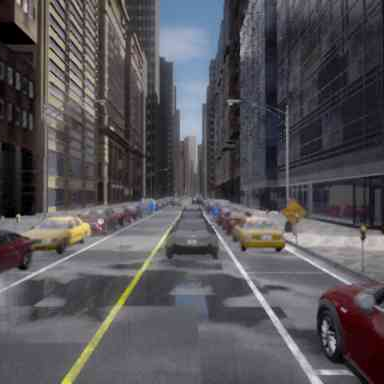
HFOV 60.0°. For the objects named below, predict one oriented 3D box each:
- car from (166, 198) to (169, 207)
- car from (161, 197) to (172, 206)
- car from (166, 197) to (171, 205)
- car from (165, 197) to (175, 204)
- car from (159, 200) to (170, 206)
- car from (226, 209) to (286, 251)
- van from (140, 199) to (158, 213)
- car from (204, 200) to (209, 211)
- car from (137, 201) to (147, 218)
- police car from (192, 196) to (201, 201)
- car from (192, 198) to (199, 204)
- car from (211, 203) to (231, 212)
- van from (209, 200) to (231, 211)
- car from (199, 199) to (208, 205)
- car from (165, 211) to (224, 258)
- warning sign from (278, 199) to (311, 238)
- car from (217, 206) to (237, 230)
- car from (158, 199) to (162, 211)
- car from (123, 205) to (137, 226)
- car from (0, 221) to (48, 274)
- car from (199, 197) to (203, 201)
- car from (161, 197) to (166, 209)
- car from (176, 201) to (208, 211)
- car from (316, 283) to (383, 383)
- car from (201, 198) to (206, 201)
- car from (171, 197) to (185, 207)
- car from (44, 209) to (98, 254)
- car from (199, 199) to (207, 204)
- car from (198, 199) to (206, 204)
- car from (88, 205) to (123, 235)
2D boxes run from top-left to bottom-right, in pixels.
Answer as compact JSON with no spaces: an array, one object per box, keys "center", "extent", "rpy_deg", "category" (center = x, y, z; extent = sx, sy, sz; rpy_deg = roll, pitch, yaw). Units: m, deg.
[{"center":[-5.754,2.186,59.288],"extent":[1.947,1.339,4.313],"rpy_deg":[0,-1,0],"category":"car"},{"center":[-5.751,2.111,76.095],"extent":[2.192,1.841,5.009],"rpy_deg":[0,-1,0],"category":"car"},{"center":[-5.753,2.119,64.890],"extent":[1.967,1.590,4.097],"rpy_deg":[0,-1,0],"category":"car"},{"center":[-5.750,2.231,87.298],"extent":[2.192,1.841,5.009],"rpy_deg":[0,-1,0],"category":"car"},{"center":[-5.753,2.303,70.490],"extent":[1.947,1.339,4.313],"rpy_deg":[0,-1,0],"category":"car"},{"center":[2.767,1.679,14.653],"extent":[1.752,1.417,4.829],"rpy_deg":[0,-1,0],"category":"car"},{"center":[-5.755,1.785,42.486],"extent":[1.690,1.788,3.998],"rpy_deg":[0,-1,0],"category":"van"},{"center":[2.770,1.989,42.493],"extent":[1.887,1.381,4.507],"rpy_deg":[0,-1,0],"category":"car"},{"center":[-5.756,1.872,31.281],"extent":[1.887,1.381,4.507],"rpy_deg":[0,-1,0],"category":"car"},{"center":[0.868,2.281,81.664],"extent":[1.930,1.638,5.238],"rpy_deg":[0,-1,0],"category":"police car"},{"center":[0.850,2.467,91.557],"extent":[1.837,1.490,4.892],"rpy_deg":[0,-1,0],"category":"car"},{"center":[2.768,1.814,25.687],"extent":[1.887,1.381,4.507],"rpy_deg":[0,-1,0],"category":"car"},{"center":[2.770,1.669,31.291],"extent":[1.690,1.788,3.998],"rpy_deg":[0,-1,0],"category":"van"},{"center":[2.774,2.422,81.705],"extent":[1.947,1.339,4.313],"rpy_deg":[0,-1,0],"category":"car"},{"center":[0.022,1.707,13.509],"extent":[1.994,1.385,4.181],"rpy_deg":[0,-1,1],"category":"car"},{"center":[5.066,1.289,16.567],"extent":[1.300,1.860,1.060],"rpy_deg":[0,-1,0],"category":"warning sign"},{"center":[2.768,1.755,20.085],"extent":[1.887,1.381,4.507],"rpy_deg":[0,-1,0],"category":"car"},{"center":[-5.755,2.085,48.084],"extent":[1.802,1.307,4.206],"rpy_deg":[0,-1,0],"category":"car"},{"center":[-5.757,1.813,25.679],"extent":[1.887,1.381,4.507],"rpy_deg":[0,-1,0],"category":"car"},{"center":[-5.759,1.676,8.874],"extent":[1.802,1.307,4.206],"rpy_deg":[0,-1,0],"category":"car"},{"center":[2.772,2.224,64.900],"extent":[1.887,1.381,4.507],"rpy_deg":[0,-1,0],"category":"car"},{"center":[-5.754,2.001,53.688],"extent":[1.967,1.590,4.097],"rpy_deg":[0,-1,0],"category":"car"},{"center":[0.023,1.791,28.495],"extent":[2.128,1.511,4.902],"rpy_deg":[0,0,0],"category":"car"},{"center":[2.767,1.476,3.280],"extent":[1.967,1.590,4.097],"rpy_deg":[0,-1,0],"category":"car"},{"center":[2.771,1.943,48.095],"extent":[1.967,1.590,4.097],"rpy_deg":[0,-1,0],"category":"car"},{"center":[-3.005,2.229,65.306],"extent":[2.033,1.411,5.357],"rpy_deg":[0,-1,0],"category":"car"},{"center":[-5.758,1.676,14.306],"extent":[1.752,1.417,4.829],"rpy_deg":[0,-1,0],"category":"car"},{"center":[2.774,2.482,87.307],"extent":[1.947,1.339,4.313],"rpy_deg":[0,-1,0],"category":"car"},{"center":[2.775,2.527,92.908],"extent":[2.008,1.369,4.403],"rpy_deg":[0,-1,0],"category":"car"},{"center":[-5.757,1.650,20.078],"extent":[1.967,1.590,4.097],"rpy_deg":[0,-1,0],"category":"car"}]
